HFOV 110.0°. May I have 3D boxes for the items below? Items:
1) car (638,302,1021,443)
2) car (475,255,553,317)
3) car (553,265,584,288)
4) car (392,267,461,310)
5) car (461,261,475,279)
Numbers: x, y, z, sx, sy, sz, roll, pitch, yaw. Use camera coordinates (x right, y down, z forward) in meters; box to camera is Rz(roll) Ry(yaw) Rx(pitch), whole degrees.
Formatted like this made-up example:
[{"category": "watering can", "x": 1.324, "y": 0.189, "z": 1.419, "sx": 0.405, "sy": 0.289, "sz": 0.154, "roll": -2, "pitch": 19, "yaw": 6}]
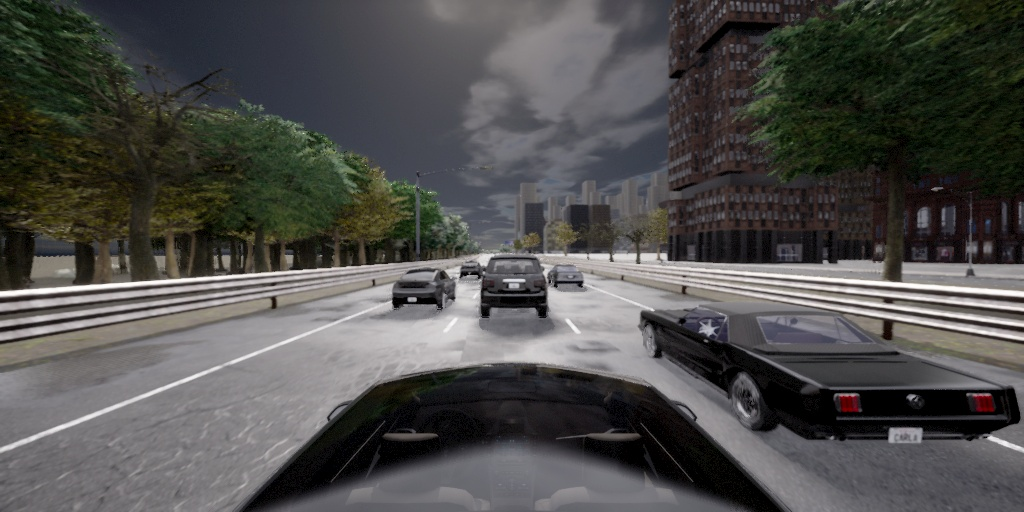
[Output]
[{"category": "car", "x": 3.589, "y": 1.352, "z": 5.490, "sx": 1.895, "sy": 1.301, "sz": 4.718, "roll": 0, "pitch": 0, "yaw": 0}, {"category": "car", "x": 0.067, "y": 0.973, "z": 13.267, "sx": 2.150, "sy": 2.045, "sz": 5.566, "roll": 0, "pitch": 0, "yaw": 0}, {"category": "car", "x": 3.468, "y": 1.289, "z": 23.912, "sx": 2.033, "sy": 1.411, "sz": 5.357, "roll": 0, "pitch": 0, "yaw": -1}, {"category": "car", "x": -3.456, "y": 1.257, "z": 14.788, "sx": 1.837, "sy": 1.490, "sz": 4.892, "roll": 0, "pitch": 0, "yaw": 0}, {"category": "car", "x": -3.652, "y": 1.230, "z": 32.871, "sx": 1.837, "sy": 1.490, "sz": 4.892, "roll": 0, "pitch": 0, "yaw": -1}]
